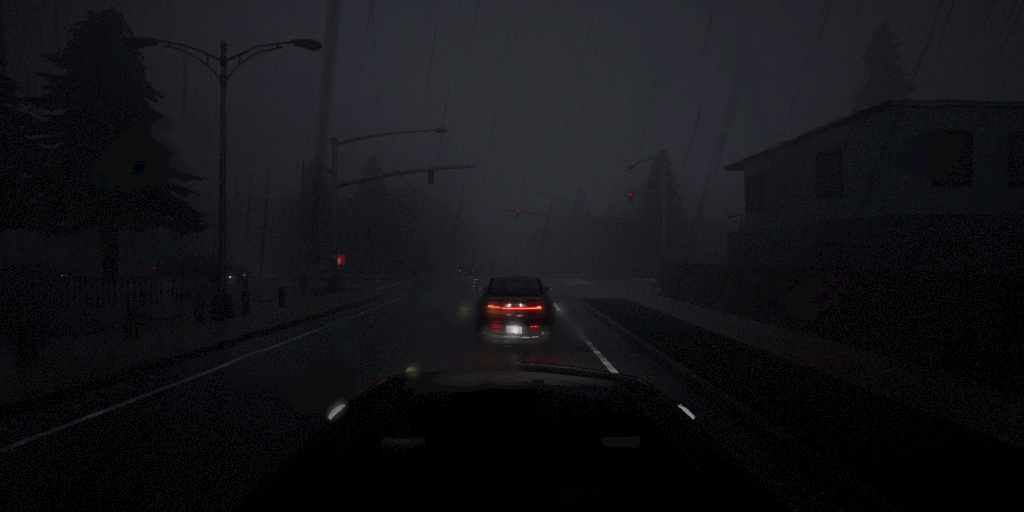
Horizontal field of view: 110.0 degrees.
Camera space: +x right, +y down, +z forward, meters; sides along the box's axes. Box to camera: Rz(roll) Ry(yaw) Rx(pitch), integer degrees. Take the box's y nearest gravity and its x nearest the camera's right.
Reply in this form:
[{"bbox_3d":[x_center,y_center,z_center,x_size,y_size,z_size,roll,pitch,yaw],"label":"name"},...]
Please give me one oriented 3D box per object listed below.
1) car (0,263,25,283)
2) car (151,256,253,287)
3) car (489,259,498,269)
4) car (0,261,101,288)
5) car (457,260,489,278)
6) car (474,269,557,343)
[{"bbox_3d":[-40.508,1.291,27.157,4.674,1.442,1.812,0,0,-2],"label":"car"},{"bbox_3d":[-20.664,0.987,24.009,5.566,2.045,2.150,0,0,-1],"label":"car"},{"bbox_3d":[-3.485,1.297,50.708,2.033,1.411,5.357,0,0,0],"label":"car"},{"bbox_3d":[-31.102,1.257,23.733,4.902,1.511,2.128,0,0,-1],"label":"car"},{"bbox_3d":[-3.881,1.256,34.480,1.837,1.490,4.892,0,0,7],"label":"car"},{"bbox_3d":[0.093,1.255,9.698,1.837,1.490,4.892,0,0,0],"label":"car"}]
